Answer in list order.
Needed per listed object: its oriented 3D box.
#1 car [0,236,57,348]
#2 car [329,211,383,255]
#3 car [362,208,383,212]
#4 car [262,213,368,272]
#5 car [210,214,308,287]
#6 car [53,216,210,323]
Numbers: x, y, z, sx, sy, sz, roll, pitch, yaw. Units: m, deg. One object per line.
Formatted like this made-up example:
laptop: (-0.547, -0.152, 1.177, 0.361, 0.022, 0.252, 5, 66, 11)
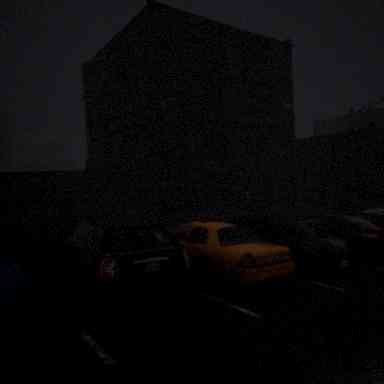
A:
car: (-4.208, 1.478, 6.009, 2.097, 1.535, 5.008, -1, 0, -36)
car: (4.986, 1.523, 12.559, 2.002, 1.452, 4.674, 0, 0, -35)
car: (7.157, 1.525, 14.108, 2.002, 1.452, 4.674, 0, 0, -36)
car: (2.731, 1.510, 10.918, 2.163, 1.488, 4.792, 0, 0, -36)
car: (0.334, 1.475, 9.471, 1.946, 1.575, 5.366, 0, 0, -36)
car: (-1.916, 1.350, 7.599, 2.185, 1.767, 4.553, 0, 0, -36)
